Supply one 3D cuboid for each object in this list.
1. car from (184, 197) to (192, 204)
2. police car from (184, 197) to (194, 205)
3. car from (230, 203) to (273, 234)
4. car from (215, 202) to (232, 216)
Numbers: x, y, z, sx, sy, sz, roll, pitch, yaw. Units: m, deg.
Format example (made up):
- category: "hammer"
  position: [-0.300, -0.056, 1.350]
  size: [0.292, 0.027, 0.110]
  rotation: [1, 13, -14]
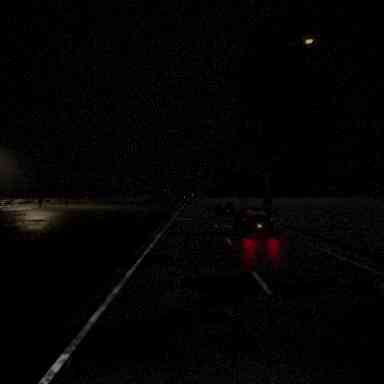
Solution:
- category: "car"
  position: [-1.080, 2.238, 90.982]
  size: [2.097, 1.767, 4.553]
  rotation: [0, 0, 0]
- category: "police car"
  position: [-1.076, 2.247, 81.121]
  size: [1.930, 1.638, 5.238]
  rotation: [0, 0, 0]
- category: "car"
  position: [3.605, 1.637, 20.004]
  size: [1.812, 1.442, 4.674]
  rotation: [0, -1, 0]
- category: "car"
  position: [3.588, 1.784, 36.250]
  size: [1.882, 1.535, 5.008]
  rotation: [0, -1, 0]
